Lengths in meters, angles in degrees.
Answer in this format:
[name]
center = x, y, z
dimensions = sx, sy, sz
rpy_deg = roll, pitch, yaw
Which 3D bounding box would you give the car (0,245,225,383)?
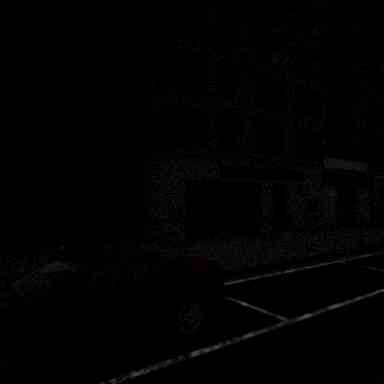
[car]
center = -1.542, 1.559, 5.088
dimensions = 4.507, 1.381, 1.887
rpy_deg = 1, 0, -35
